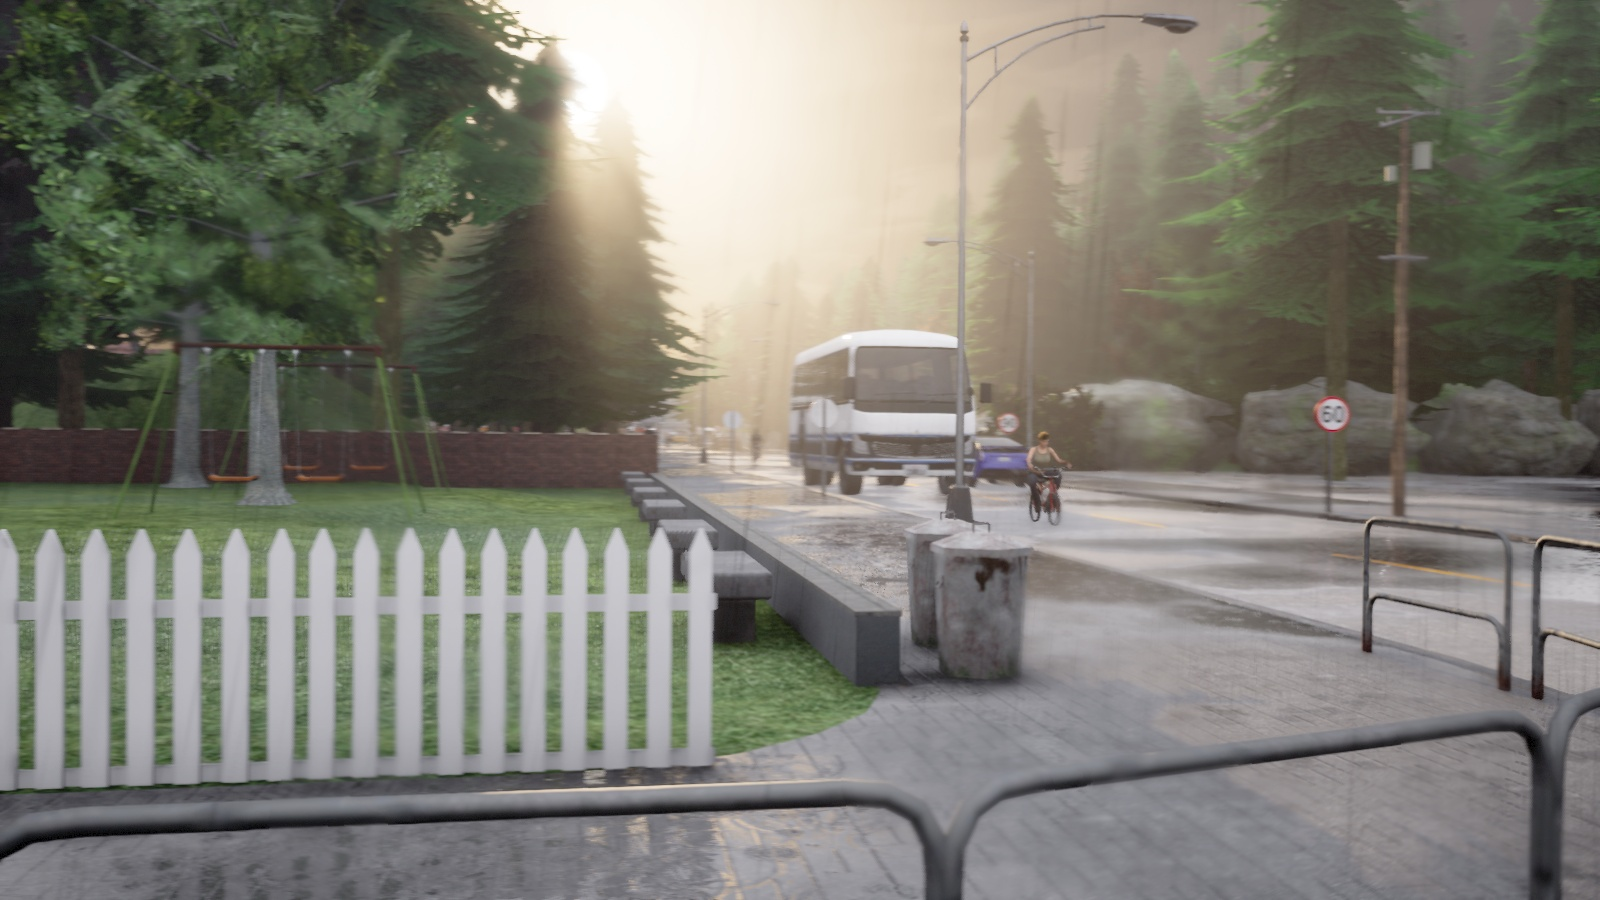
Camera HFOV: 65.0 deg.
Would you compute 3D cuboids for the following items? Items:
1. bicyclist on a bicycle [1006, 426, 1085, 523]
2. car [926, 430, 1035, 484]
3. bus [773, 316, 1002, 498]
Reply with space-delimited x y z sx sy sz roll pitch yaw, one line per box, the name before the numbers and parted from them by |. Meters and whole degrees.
bicyclist on a bicycle | 4.243 0.394 21.811 0.866 1.612 1.509 -1 1 -9
car | 5.440 0.168 38.455 2.007 1.525 4.514 -1 1 -10
bus | 1.993 -1.064 34.776 3.944 4.253 10.273 -1 1 -10
